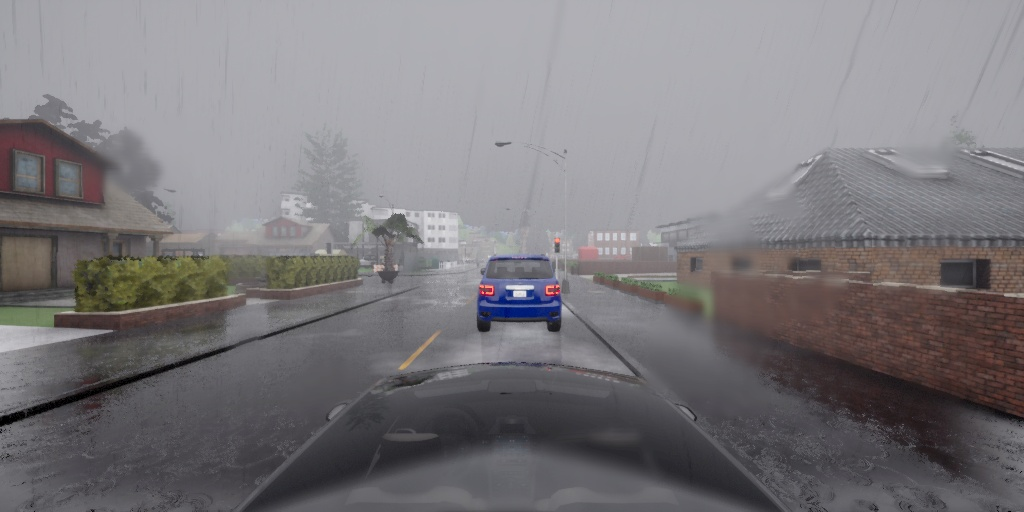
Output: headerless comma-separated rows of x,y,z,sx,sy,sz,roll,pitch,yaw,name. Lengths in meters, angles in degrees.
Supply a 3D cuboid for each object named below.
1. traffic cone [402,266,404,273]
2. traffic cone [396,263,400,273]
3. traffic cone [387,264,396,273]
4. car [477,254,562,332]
-14.049,1.582,47.482,0.344,0.586,0.344,0,0,0,traffic cone
-15.056,1.558,46.450,0.344,0.586,0.344,0,0,0,traffic cone
-15.421,1.561,45.883,0.344,0.586,0.344,0,0,0,traffic cone
0.185,0.971,11.005,2.150,2.045,5.566,0,0,0,car
